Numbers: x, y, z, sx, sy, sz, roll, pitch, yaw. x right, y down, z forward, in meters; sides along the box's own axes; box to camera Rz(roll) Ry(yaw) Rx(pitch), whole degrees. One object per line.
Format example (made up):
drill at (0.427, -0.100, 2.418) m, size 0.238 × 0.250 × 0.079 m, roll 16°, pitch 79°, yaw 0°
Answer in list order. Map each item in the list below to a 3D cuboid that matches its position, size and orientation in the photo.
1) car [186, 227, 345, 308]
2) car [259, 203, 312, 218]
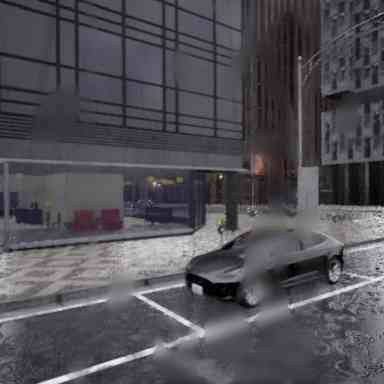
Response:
car at (1.880, 1.550, 7.876) m, size 4.313 × 1.339 × 1.947 m, roll 0°, pitch 0°, yaw -35°
car at (9.224, 1.783, 33.363) m, size 2.033 × 1.411 × 5.357 m, roll -1°, pitch 0°, yaw -36°
